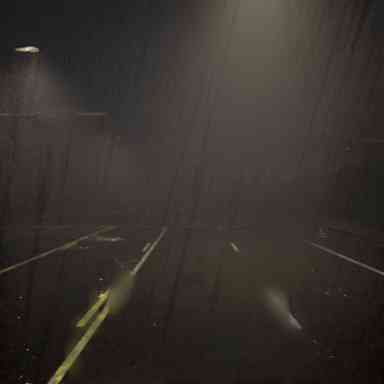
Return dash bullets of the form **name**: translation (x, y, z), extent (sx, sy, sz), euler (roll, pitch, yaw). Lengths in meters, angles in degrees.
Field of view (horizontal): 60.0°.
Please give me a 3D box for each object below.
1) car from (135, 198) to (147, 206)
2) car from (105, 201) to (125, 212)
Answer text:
- **car**: translation (-10.491, 1.997, 68.239), extent (1.812, 1.442, 4.674), euler (0, 0, 0)
- **car**: translation (-10.492, 1.940, 45.554), extent (1.812, 1.442, 4.674), euler (0, 1, 0)
